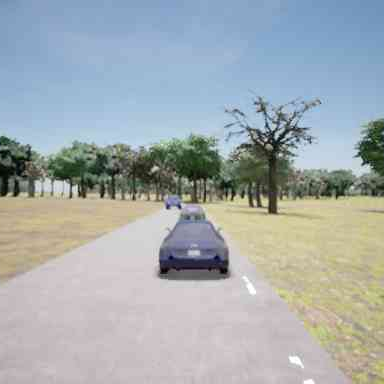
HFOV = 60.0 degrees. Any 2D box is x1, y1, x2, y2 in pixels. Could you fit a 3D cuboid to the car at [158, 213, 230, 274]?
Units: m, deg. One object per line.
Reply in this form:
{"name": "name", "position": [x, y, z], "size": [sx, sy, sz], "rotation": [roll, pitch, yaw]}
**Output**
{"name": "car", "position": [0.064, 1.572, 10.653], "size": [1.994, 1.385, 4.181], "rotation": [0, 0, 0]}

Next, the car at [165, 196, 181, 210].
{"name": "car", "position": [-2.812, 1.607, 50.989], "size": [2.150, 2.045, 5.566], "rotation": [0, -1, 0]}

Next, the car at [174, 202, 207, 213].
{"name": "car", "position": [0.046, 1.634, 23.029], "size": [2.033, 1.411, 5.357], "rotation": [0, -1, 1]}
